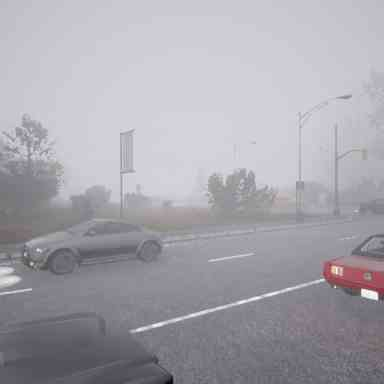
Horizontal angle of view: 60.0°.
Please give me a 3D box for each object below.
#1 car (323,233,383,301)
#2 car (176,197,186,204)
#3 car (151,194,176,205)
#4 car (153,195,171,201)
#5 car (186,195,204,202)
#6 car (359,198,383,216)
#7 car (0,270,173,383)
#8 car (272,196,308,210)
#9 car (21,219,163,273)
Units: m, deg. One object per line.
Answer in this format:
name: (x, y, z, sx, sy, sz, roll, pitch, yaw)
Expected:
car: (5.054, 1.570, 7.366, 4.718, 1.301, 1.895, 0, 0, -36)
car: (-3.892, 1.334, 59.156, 2.033, 1.411, 5.357, -1, 0, -38)
car: (-5.195, 1.166, 55.175, 2.097, 1.767, 4.553, -1, 0, -39)
car: (-6.714, 1.330, 73.992, 1.895, 1.301, 4.718, -1, 0, -38)
car: (0.018, 1.276, 65.724, 2.033, 1.411, 5.357, -1, 0, -38)
car: (16.761, 1.275, 27.866, 1.882, 1.535, 5.008, -1, 0, -39)
car: (-2.394, 1.601, 2.028, 4.718, 1.301, 1.895, 0, 0, -36)
car: (11.497, 1.253, 39.988, 1.882, 1.535, 5.008, -1, 0, -39)
car: (-3.014, 1.557, 10.442, 4.181, 1.385, 1.994, 0, 0, -36)
